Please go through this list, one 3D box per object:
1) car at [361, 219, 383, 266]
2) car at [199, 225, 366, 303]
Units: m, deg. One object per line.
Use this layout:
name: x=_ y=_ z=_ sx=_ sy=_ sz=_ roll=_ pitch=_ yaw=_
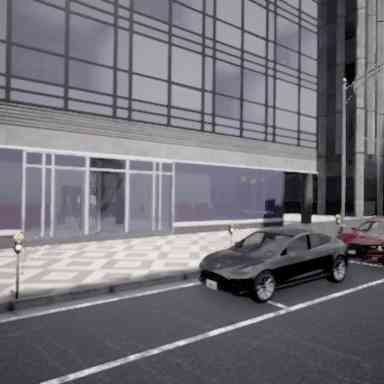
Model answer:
car: x=6.776 y=1.614 z=11.592 sx=4.507 sy=1.381 sz=1.887 roll=0 pitch=0 yaw=-36
car: x=2.197 y=1.602 z=8.324 sx=4.313 sy=1.339 sz=1.947 roll=0 pitch=0 yaw=-36
